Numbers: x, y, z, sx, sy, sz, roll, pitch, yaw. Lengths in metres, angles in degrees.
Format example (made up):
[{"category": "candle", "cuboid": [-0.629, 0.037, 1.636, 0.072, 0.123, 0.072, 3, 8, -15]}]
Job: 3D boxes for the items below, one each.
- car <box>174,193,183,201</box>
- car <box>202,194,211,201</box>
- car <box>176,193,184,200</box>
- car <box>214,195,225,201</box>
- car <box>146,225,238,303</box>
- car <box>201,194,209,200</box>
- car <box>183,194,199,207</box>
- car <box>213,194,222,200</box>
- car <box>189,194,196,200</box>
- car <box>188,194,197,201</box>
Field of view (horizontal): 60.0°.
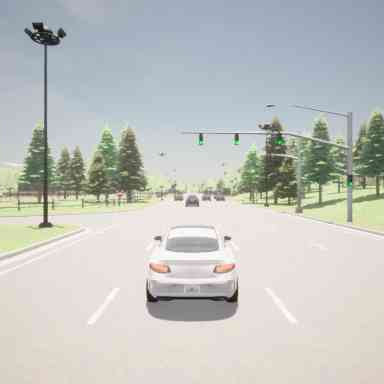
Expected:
[{"category": "car", "cuboid": [-3.380, 1.544, 83.010, 1.994, 1.385, 4.181, 0, 0, 0]}, {"category": "car", "cuboid": [3.620, 1.348, 83.004, 2.097, 1.767, 4.553, 0, 0, 0]}, {"category": "car", "cuboid": [-3.366, 1.187, 93.017, 2.097, 1.767, 4.553, 0, 0, 0]}, {"category": "car", "cuboid": [7.119, 1.517, 82.612, 2.128, 1.511, 4.902, 0, 0, 0]}, {"category": "car", "cuboid": [0.018, 1.526, 8.106, 1.812, 1.442, 4.674, 0, 0, 0]}, {"category": "car", "cuboid": [3.634, 1.372, 93.037, 2.033, 1.411, 5.357, 0, 0, 0]}, {"category": "car", "cuboid": [0.075, 1.352, 51.979, 2.097, 1.767, 4.553, 0, 0, 0]}, {"category": "car", "cuboid": [7.134, 1.385, 93.032, 1.994, 1.385, 4.181, 0, 0, 0]}, {"category": "car", "cuboid": [0.134, 1.332, 93.042, 1.837, 1.490, 4.892, 0, 0, 0]}, {"category": "car", "cuboid": [0.120, 1.348, 83.009, 2.097, 1.767, 4.553, 0, 0, 0]}]
